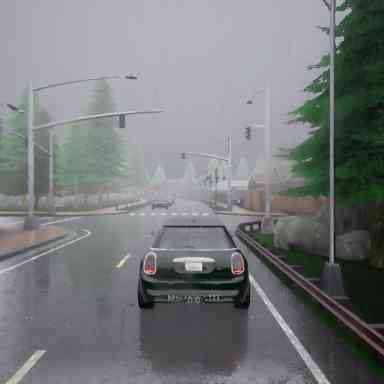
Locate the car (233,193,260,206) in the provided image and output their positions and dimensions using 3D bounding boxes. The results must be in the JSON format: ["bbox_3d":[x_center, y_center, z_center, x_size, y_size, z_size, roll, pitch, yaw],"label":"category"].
[{"bbox_3d":[8.358,1.146,51.295,3.866,1.878,1.905,0,0,-1],"label":"car"}]

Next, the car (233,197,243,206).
[{"bbox_3d":[8.776,1.144,48.785,4.605,1.855,1.932,0,0,-1],"label":"car"}]

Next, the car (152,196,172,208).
[{"bbox_3d":[-4.115,1.534,43.746,1.994,1.385,4.181,0,0,-1],"label":"car"}]

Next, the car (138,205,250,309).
[{"bbox_3d":[0.051,1.352,8.046,2.097,1.767,4.553,0,0,0],"label":"car"}]

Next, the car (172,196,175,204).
[{"bbox_3d":[-4.204,1.571,53.601,1.895,1.301,4.718,0,0,0],"label":"car"}]

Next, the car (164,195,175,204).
[{"bbox_3d":[-4.290,1.448,63.780,1.882,1.535,5.008,0,0,0],"label":"car"}]
